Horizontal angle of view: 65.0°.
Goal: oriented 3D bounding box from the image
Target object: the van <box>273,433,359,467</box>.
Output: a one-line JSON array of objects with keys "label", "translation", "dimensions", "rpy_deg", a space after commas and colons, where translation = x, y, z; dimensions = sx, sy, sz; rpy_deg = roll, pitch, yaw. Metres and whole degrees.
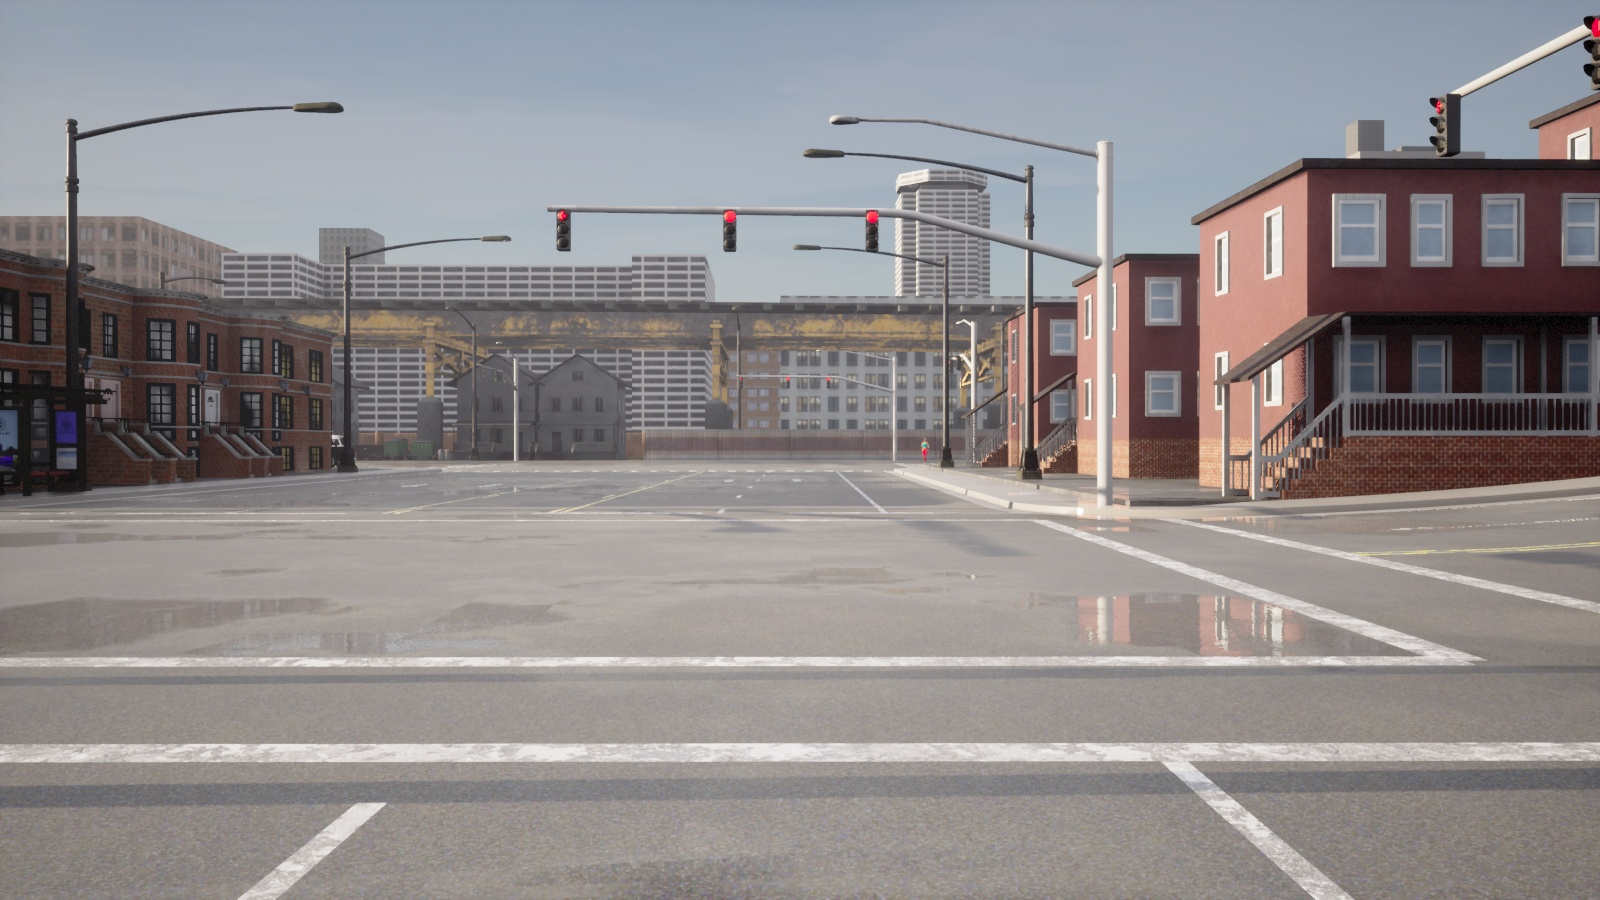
[{"label": "van", "translation": [-29.763, 0.010, 77.297], "dimensions": [4.480, 2.038, 2.069], "rpy_deg": [0, 0, 0]}]
